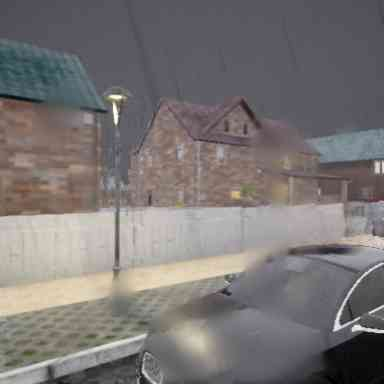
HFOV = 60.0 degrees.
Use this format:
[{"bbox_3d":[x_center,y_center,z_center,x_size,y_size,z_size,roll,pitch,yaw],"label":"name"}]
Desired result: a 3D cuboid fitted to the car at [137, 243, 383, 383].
[{"bbox_3d":[1.690,1.510,4.273,4.892,1.490,1.837,0,0,-35],"label":"car"}]
